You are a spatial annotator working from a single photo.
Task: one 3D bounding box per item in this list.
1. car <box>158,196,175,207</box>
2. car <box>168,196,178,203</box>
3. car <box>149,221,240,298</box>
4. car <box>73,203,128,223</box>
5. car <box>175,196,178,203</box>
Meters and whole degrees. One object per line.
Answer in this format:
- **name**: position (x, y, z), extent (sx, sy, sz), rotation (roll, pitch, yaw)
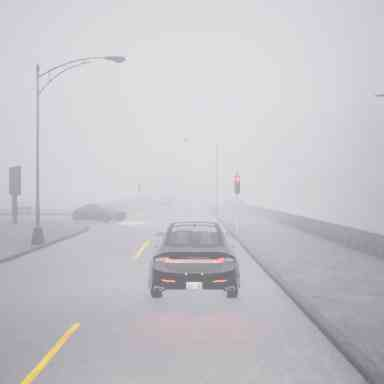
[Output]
- **car**: position (-4.119, 1.547, 50.882), extent (2.033, 1.411, 5.357), rotation (0, 0, 0)
- **car**: position (-4.030, 1.552, 70.365), extent (1.994, 1.385, 4.181), rotation (0, 0, 0)
- **car**: position (0.058, 1.492, 8.491), extent (2.128, 1.511, 4.902), rotation (0, 0, 0)
- **car**: position (-6.975, 1.563, 25.248), extent (4.181, 1.385, 1.994), rotation (0, 0, 25)
- **car**: position (-4.095, 1.601, 60.548), extent (1.895, 1.301, 4.718), rotation (0, 0, 0)
